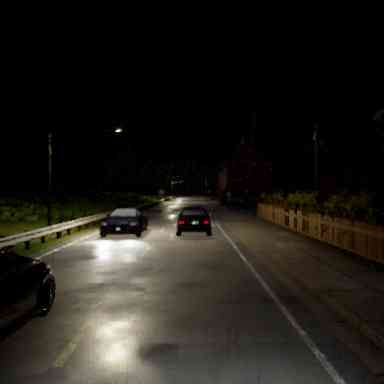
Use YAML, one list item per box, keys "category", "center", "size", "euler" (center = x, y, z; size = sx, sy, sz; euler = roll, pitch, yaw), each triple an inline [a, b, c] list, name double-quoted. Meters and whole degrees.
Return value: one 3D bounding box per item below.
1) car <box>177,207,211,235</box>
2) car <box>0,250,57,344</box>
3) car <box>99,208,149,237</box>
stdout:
- category: "car"
  center: [0.101, 1.540, 18.687]
  size: [2.033, 1.411, 5.357]
  euler: [0, 0, 0]
- category: "car"
  center: [-3.590, 1.562, 4.694]
  size: [1.994, 1.385, 4.181]
  euler: [0, 0, 0]
- category: "car"
  center: [-3.499, 1.557, 17.729]
  size: [1.994, 1.385, 4.181]
  euler: [0, 0, 0]
